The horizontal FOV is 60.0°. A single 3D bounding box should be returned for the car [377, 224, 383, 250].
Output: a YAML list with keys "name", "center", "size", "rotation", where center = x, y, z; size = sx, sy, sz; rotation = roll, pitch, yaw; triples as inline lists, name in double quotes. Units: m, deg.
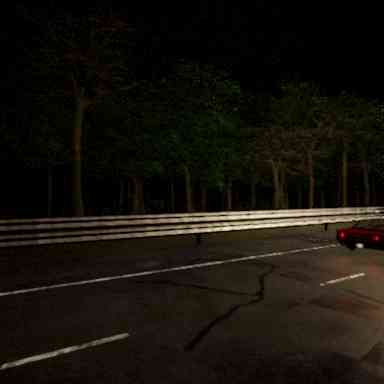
- name: "car"
  center: [7.115, 1.617, 8.819]
  size: [4.892, 1.490, 1.837]
  rotation: [0, 0, -35]

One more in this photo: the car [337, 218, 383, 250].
- name: "car"
  center: [8.158, 1.750, 13.863]
  size: [4.718, 1.301, 1.895]
  rotation: [1, 0, -35]
